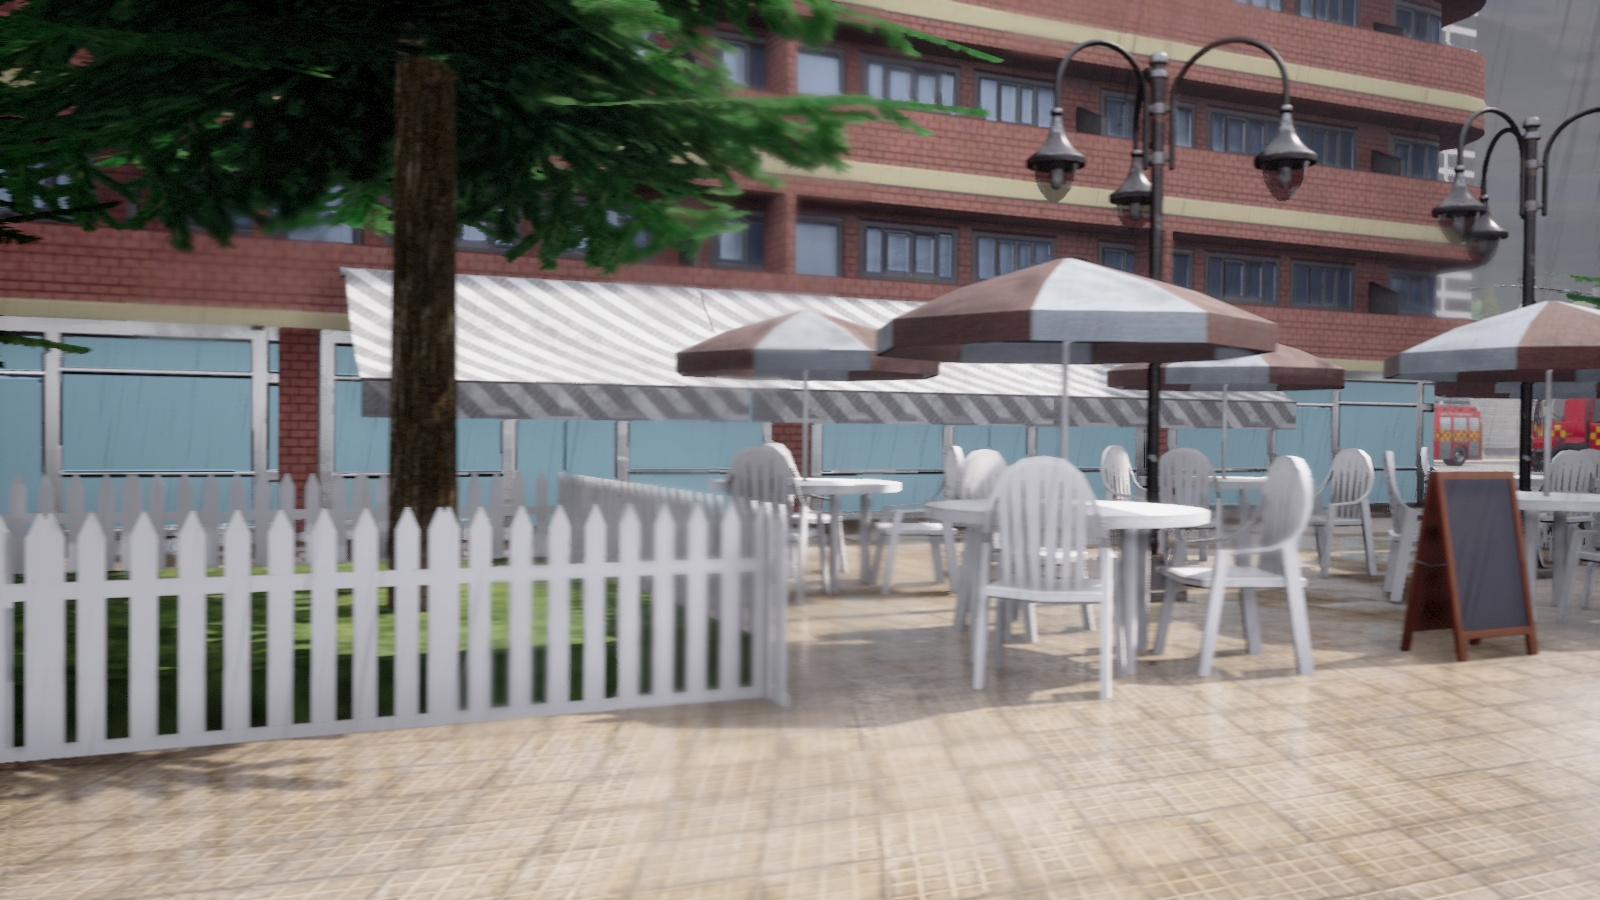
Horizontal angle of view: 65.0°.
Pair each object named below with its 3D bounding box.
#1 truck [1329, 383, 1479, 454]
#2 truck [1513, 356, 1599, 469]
[{"bbox_3d":[34.015,-1.772,70.657,8.468,3.827,2.891,-1,1,-25],"label":"truck"},{"bbox_3d":[28.864,-1.278,42.134,2.891,3.827,8.468,-1,1,-25],"label":"truck"}]
